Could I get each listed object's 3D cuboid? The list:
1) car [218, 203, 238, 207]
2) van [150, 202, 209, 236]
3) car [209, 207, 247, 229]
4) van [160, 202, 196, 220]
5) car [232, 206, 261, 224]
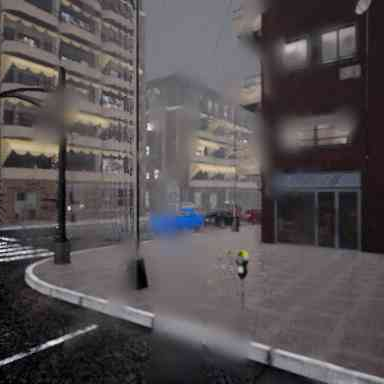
[{"bbox_3d":[3.889,2.066,37.866,2.097,1.767,4.553,0,-1,35],"label":"car"},{"bbox_3d":[-0.862,1.732,20.978,1.690,1.788,3.998,-1,-2,35],"label":"van"},{"bbox_3d":[2.208,2.064,25.588,1.947,1.339,4.313,-1,-2,35],"label":"car"},{"bbox_3d":[-1.425,1.951,34.899,1.690,1.788,3.998,-1,-2,35],"label":"van"},{"bbox_3d":[5.413,2.187,30.104,1.802,1.307,4.206,-1,-2,35],"label":"car"}]
